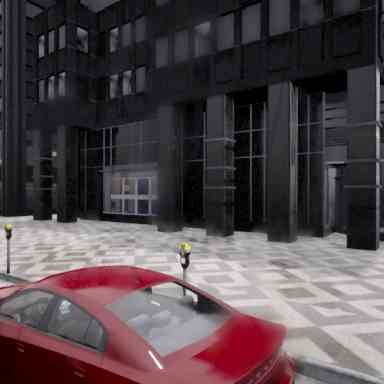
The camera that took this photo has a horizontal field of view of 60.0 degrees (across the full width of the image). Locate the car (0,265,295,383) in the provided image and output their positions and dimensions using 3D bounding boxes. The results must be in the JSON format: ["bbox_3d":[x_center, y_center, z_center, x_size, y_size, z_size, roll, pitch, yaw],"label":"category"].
[{"bbox_3d":[-1.167,1.545,3.798,4.507,1.381,1.887,0,0,36],"label":"car"}]
